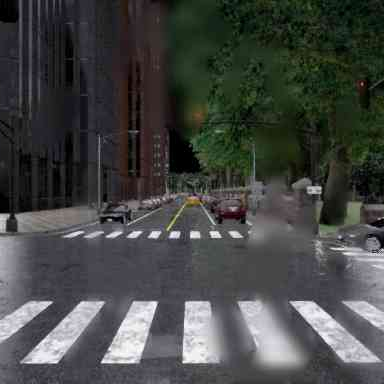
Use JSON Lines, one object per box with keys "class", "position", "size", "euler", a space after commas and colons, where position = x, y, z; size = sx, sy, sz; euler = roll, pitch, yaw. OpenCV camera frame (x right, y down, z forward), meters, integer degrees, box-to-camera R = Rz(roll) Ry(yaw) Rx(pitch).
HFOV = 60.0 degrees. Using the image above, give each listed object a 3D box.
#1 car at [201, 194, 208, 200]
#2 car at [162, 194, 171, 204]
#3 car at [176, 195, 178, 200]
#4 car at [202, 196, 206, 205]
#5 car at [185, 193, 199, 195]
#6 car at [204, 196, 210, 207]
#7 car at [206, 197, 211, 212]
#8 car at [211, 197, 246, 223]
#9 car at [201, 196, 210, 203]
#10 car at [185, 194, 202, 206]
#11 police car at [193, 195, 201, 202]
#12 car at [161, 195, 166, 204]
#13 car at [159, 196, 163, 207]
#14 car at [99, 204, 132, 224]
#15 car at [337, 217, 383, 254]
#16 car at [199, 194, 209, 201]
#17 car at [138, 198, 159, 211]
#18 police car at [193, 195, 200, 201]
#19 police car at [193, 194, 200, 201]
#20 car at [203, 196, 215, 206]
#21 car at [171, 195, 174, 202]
{"class": "car", "position": [2.926, 1.481, 52.499], "size": [1.967, 1.590, 4.097], "euler": [0, 0, 0]}
{"class": "car", "position": [-5.565, 1.635, 63.433], "size": [1.802, 1.307, 4.206], "euler": [0, 0, 0]}
{"class": "car", "position": [-5.479, 1.533, 90.718], "size": [1.967, 1.590, 4.097], "euler": [0, 0, 0]}
{"class": "car", "position": [2.909, 1.585, 47.042], "size": [2.008, 1.369, 4.403], "euler": [0, 0, 0]}
{"class": "car", "position": [0.204, 1.277, 65.377], "size": [2.150, 2.045, 5.566], "euler": [0, 0, 0]}
{"class": "car", "position": [2.892, 1.579, 41.586], "size": [2.008, 1.369, 4.403], "euler": [0, 0, 0]}
{"class": "car", "position": [2.875, 1.588, 36.129], "size": [1.947, 1.339, 4.313], "euler": [0, 0, 0]}
{"class": "car", "position": [2.841, 1.326, 25.217], "size": [2.192, 1.841, 5.009], "euler": [0, 0, 0]}
{"class": "car", "position": [2.995, 1.593, 74.495], "size": [1.752, 1.417, 4.829], "euler": [0, 0, 0]}
{"class": "car", "position": [0.223, 1.521, 55.251], "size": [1.882, 1.535, 5.008], "euler": [0, 0, 0]}
{"class": "police car", "position": [1.138, 1.495, 75.988], "size": [1.930, 1.638, 5.238], "euler": [0, 0, 0]}
{"class": "car", "position": [-5.599, 1.623, 52.519], "size": [1.802, 1.307, 4.206], "euler": [0, 0, 0]}
{"class": "car", "position": [-5.616, 1.616, 47.062], "size": [1.802, 1.307, 4.206], "euler": [0, 0, 0]}
{"class": "car", "position": [-5.685, 1.576, 25.234], "size": [1.947, 1.339, 4.313], "euler": [0, 0, 0]}
{"class": "car", "position": [8.603, 1.706, 13.708], "size": [4.892, 1.490, 1.837], "euler": [1, 0, 5]}
{"class": "car", "position": [3.029, 1.400, 85.238], "size": [2.192, 1.841, 5.009], "euler": [0, 0, 0]}
{"class": "car", "position": [-5.633, 1.579, 41.605], "size": [2.008, 1.369, 4.403], "euler": [0, 0, 0]}
{"class": "police car", "position": [1.151, 1.511, 85.988], "size": [1.930, 1.638, 5.238], "euler": [0, 0, 0]}
{"class": "police car", "position": [1.188, 1.521, 91.988], "size": [1.930, 1.638, 5.238], "euler": [0, 0, 0]}
{"class": "car", "position": [2.943, 1.487, 57.956], "size": [1.967, 1.590, 4.097], "euler": [0, 0, 0]}
{"class": "car", "position": [-5.547, 1.375, 68.890], "size": [2.192, 1.841, 5.009], "euler": [0, 0, 0]}
